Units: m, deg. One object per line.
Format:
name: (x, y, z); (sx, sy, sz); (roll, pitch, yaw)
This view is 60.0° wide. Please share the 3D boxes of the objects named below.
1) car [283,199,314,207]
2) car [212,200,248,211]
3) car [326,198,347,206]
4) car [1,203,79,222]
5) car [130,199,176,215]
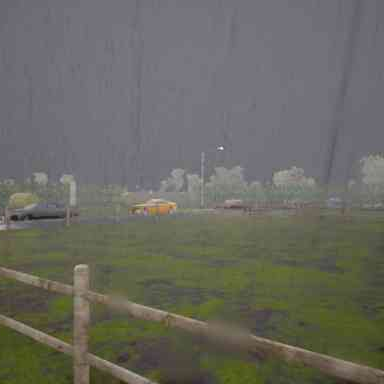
car: (14.515, 1.651, 45.060); (4.718, 1.301, 1.895); (0, 0, -37)
car: (4.733, 1.623, 40.844); (4.718, 1.301, 1.895); (0, 0, -40)
car: (22.432, 1.588, 51.082); (4.674, 1.442, 1.812); (0, 0, -36)
car: (-11.680, 1.545, 25.908); (5.357, 1.411, 2.033); (0, 0, -45)
car: (-3.866, 1.488, 33.325); (5.008, 1.535, 1.882); (0, 0, -42)
